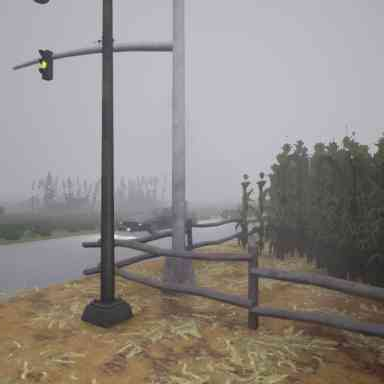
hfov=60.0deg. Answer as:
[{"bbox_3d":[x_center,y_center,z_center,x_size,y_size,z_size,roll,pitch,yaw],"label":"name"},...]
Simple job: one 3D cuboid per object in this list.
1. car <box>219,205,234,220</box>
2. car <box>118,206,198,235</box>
[{"bbox_3d":[4.188,1.601,27.761,1.895,1.301,4.718,0,0,36],"label":"car"},{"bbox_3d":[-1.747,1.547,19.355,2.033,1.411,5.357,0,0,35],"label":"car"}]
